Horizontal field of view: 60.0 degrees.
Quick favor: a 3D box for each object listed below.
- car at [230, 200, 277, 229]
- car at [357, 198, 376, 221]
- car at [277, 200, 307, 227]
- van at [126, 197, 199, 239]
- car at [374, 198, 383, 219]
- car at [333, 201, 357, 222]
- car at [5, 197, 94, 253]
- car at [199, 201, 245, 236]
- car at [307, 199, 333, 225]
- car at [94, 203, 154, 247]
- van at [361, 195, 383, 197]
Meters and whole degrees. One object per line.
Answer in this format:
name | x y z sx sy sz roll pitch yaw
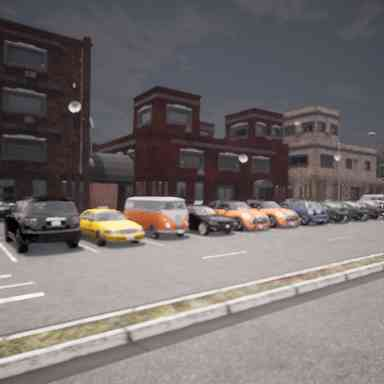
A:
car | 2.580 1.345 20.446 2.185 1.767 4.553 0 0 -36
car | 11.575 1.483 26.827 2.231 1.521 4.892 0 0 -36
car | 4.823 1.346 22.048 2.185 1.767 4.553 0 0 -36
van | -1.821 1.245 17.119 1.878 1.987 4.442 0 0 -36
car | 13.818 1.489 28.429 2.231 1.521 4.892 0 0 -36
car | 9.332 1.479 25.224 2.231 1.521 4.892 0 0 -36
car | -6.393 1.222 14.031 2.435 2.045 5.566 0 0 -36
car | 0.352 1.470 18.822 2.097 1.535 5.008 0 0 -36
car | 7.103 1.349 23.601 2.185 1.767 4.553 0 0 -36
car | -4.025 1.469 15.461 1.946 1.575 5.366 0 0 -36
van | 18.471 1.277 31.616 1.878 1.987 4.442 0 0 -36
